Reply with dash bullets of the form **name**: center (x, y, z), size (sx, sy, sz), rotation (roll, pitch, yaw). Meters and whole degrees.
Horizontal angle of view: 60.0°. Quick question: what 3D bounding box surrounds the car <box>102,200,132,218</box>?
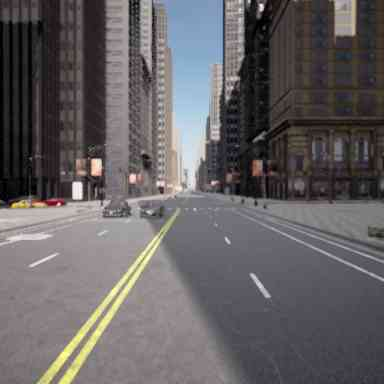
- **car**: center (-6.572, 1.478, 29.483), size (1.837, 1.490, 4.892), rotation (0, -1, 0)

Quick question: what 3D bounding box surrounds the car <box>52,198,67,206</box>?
- **car**: center (-23.960, 1.769, 57.484), size (4.507, 1.381, 1.887), rotation (-1, 1, 0)

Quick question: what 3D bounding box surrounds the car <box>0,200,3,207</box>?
- **car**: center (-34.134, 1.945, 57.523), size (4.206, 1.307, 1.802), rotation (-1, 1, 0)

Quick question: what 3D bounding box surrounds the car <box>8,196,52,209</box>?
- **car**: center (-23.823, 1.792, 48.956), size (4.829, 1.417, 1.752), rotation (-1, 1, 0)

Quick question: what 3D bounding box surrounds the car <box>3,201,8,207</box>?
- **car**: center (-29.050, 1.609, 57.499), size (5.009, 1.841, 2.192), rotation (-1, 1, 0)

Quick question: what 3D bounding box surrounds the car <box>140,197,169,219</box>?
- **car**: center (-3.324, 1.464, 28.942), size (2.128, 1.511, 4.902), rotation (0, 0, 0)
